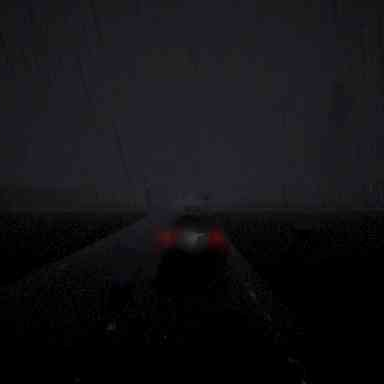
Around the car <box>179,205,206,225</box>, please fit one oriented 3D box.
[{"bbox_3d":[0.050,1.835,27.431,1.994,1.385,4.181,0,0,0],"label":"car"}]

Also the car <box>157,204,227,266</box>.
[{"bbox_3d":[0.048,1.474,12.179,2.097,1.767,4.553,0,-1,0],"label":"car"}]

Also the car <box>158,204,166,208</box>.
[{"bbox_3d":[-2.782,1.959,36.707,1.895,1.301,4.718,0,-1,1],"label":"car"}]
